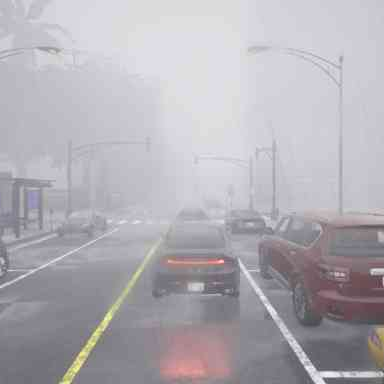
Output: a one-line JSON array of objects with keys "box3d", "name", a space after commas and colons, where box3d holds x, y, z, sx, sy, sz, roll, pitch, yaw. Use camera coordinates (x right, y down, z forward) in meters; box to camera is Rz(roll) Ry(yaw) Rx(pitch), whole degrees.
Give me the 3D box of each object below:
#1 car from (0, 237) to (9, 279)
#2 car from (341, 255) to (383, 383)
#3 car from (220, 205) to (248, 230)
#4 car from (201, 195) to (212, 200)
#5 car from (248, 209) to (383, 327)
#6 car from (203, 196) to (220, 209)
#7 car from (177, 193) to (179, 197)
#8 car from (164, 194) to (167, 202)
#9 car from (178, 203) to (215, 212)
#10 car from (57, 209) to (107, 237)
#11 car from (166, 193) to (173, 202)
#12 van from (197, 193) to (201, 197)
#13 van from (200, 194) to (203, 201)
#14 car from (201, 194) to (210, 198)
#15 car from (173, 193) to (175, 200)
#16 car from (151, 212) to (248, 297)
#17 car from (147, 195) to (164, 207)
[{"box3d": [-5.759, 1.439, 6.997, 1.967, 1.590, 4.097, 0, 0, 0], "name": "car"}, {"box3d": [2.761, 1.525, 1.718, 1.752, 1.417, 4.829, 0, 0, 0], "name": "car"}, {"box3d": [2.778, 1.561, 17.823, 1.947, 1.339, 4.313, 0, 0, 0], "name": "car"}, {"box3d": [2.810, 1.541, 49.681, 1.947, 1.339, 4.313, 0, 0, 0], "name": "car"}, {"box3d": [2.766, 1.314, 6.973, 2.192, 1.841, 5.009, 0, 0, 0], "name": "car"}, {"box3d": [2.805, 1.545, 44.260, 1.947, 1.339, 4.313, 0, 0, 0], "name": "car"}, {"box3d": [-5.671, 1.233, 93.071, 2.192, 1.841, 5.009, 0, 0, 0], "name": "car"}, {"box3d": [-5.710, 1.410, 55.129, 1.967, 1.590, 4.097, 0, 0, 0], "name": "car"}, {"box3d": [0.020, 1.559, 18.583, 1.994, 1.385, 4.181, 0, 0, 0], "name": "car"}, {"box3d": [-5.747, 1.577, 17.850, 1.802, 1.307, 4.206, 0, 0, 0], "name": "car"}, {"box3d": [-5.693, 1.392, 71.390, 1.967, 1.590, 4.097, 0, 0, 0], "name": "car"}, {"box3d": [2.843, 1.277, 82.203, 1.690, 1.788, 3.998, 0, 0, 0], "name": "van"}, {"box3d": [2.821, 1.306, 60.521, 1.690, 1.788, 3.998, 0, 0, 0], "name": "van"}, {"box3d": [2.816, 1.495, 55.271, 1.752, 1.417, 4.829, 0, 0, 0], "name": "car"}, {"box3d": [-5.688, 1.259, 76.811, 2.192, 1.841, 5.009, 0, 0, 0], "name": "car"}, {"box3d": [0.084, 1.503, 8.554, 1.837, 1.490, 4.892, 0, 0, 0], "name": "car"}, {"box3d": [-5.715, 1.525, 49.709, 2.008, 1.369, 4.403, 0, 0, 0], "name": "car"}]
